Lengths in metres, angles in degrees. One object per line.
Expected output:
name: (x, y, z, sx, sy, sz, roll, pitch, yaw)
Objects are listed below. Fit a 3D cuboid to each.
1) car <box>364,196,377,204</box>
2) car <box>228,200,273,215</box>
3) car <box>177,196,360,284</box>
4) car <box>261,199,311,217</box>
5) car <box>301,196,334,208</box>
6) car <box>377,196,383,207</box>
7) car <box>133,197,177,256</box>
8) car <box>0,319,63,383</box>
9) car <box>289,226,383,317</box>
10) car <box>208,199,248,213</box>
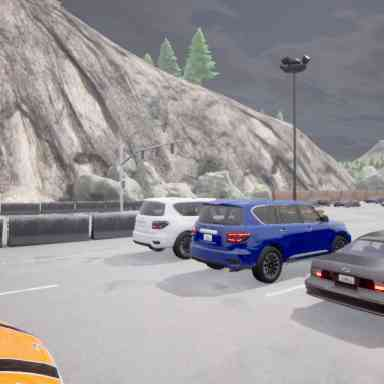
car: (31.795, 1.357, 57.407, 5.357, 1.411, 2.033, 0, 0, -35)
car: (6.121, 1.562, 34.417, 4.718, 1.301, 1.895, 0, 0, -36)
car: (2.511, 1.221, 9.897, 5.566, 2.045, 2.150, 0, 0, -38)
car: (9.203, 1.448, 32.334, 4.902, 1.511, 2.128, 0, 0, -36)
car: (17.917, 1.379, 47.360, 4.902, 1.511, 2.128, 0, 0, -36)
car: (27.947, 1.379, 46.000, 4.674, 1.442, 1.812, 0, 0, -36)
car: (0.484, 1.221, 12.773, 5.566, 2.045, 2.150, 0, 0, -36)
car: (-2.975, 1.350, 1.618, 4.553, 1.767, 2.097, 0, 0, -36)
car: (4.702, 1.547, 7.191, 5.357, 1.411, 2.033, 0, 0, -36)
car: (4.066, 1.526, 37.252, 4.181, 1.385, 1.994, 0, 0, -36)
